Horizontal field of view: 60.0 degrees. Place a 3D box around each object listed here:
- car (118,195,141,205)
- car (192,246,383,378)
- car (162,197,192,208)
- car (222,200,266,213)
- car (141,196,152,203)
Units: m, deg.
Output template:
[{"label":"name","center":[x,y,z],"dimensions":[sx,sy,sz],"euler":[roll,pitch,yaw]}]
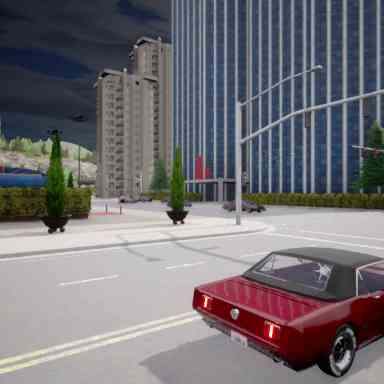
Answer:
[{"label":"car","center":[-11.663,1.351,60.673],"dimensions":[2.097,1.767,4.553],"euler":[0,0,-36]},{"label":"car","center":[2.422,1.601,5.540],"dimensions":[4.718,1.301,1.895],"euler":[0,0,-35]},{"label":"car","center":[-1.857,1.526,47.077],"dimensions":[1.812,1.442,4.674],"euler":[0,0,-36]},{"label":"car","center":[5.648,1.547,36.744],"dimensions":[2.033,1.411,5.357],"euler":[0,0,-36]},{"label":"car","center":[-10.225,1.511,70.692],"dimensions":[2.128,1.511,4.902],"euler":[0,0,-36]}]
